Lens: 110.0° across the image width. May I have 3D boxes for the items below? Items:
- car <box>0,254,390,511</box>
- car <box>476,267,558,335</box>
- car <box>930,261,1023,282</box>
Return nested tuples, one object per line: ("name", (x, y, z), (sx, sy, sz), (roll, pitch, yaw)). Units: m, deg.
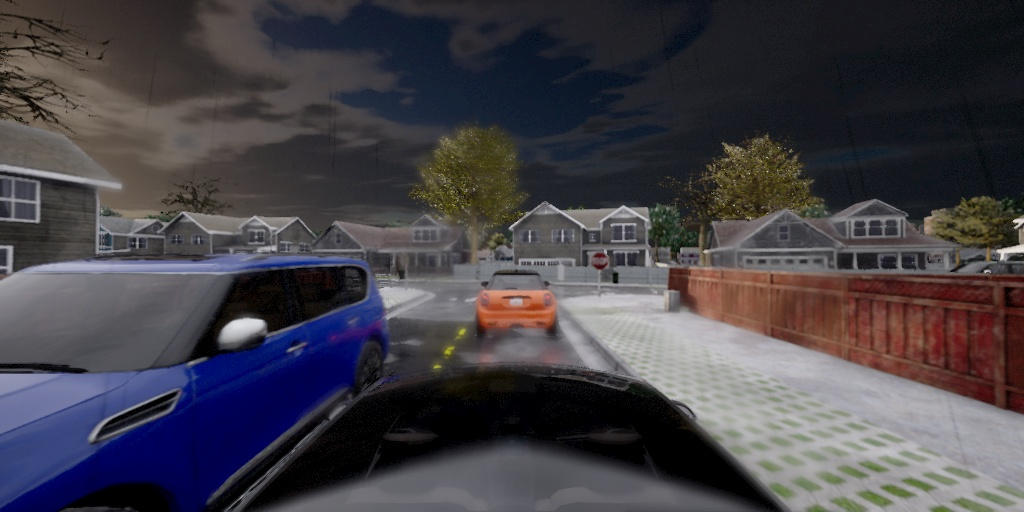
("car", (-2.879, 0.985, 3.173), (2.150, 2.045, 5.566), (0, -1, 0))
("car", (0.123, 1.190, 10.987), (2.097, 1.767, 4.553), (0, -1, 0))
("car", (24.073, 1.274, 18.052), (5.566, 2.045, 2.150), (0, -1, 20))
